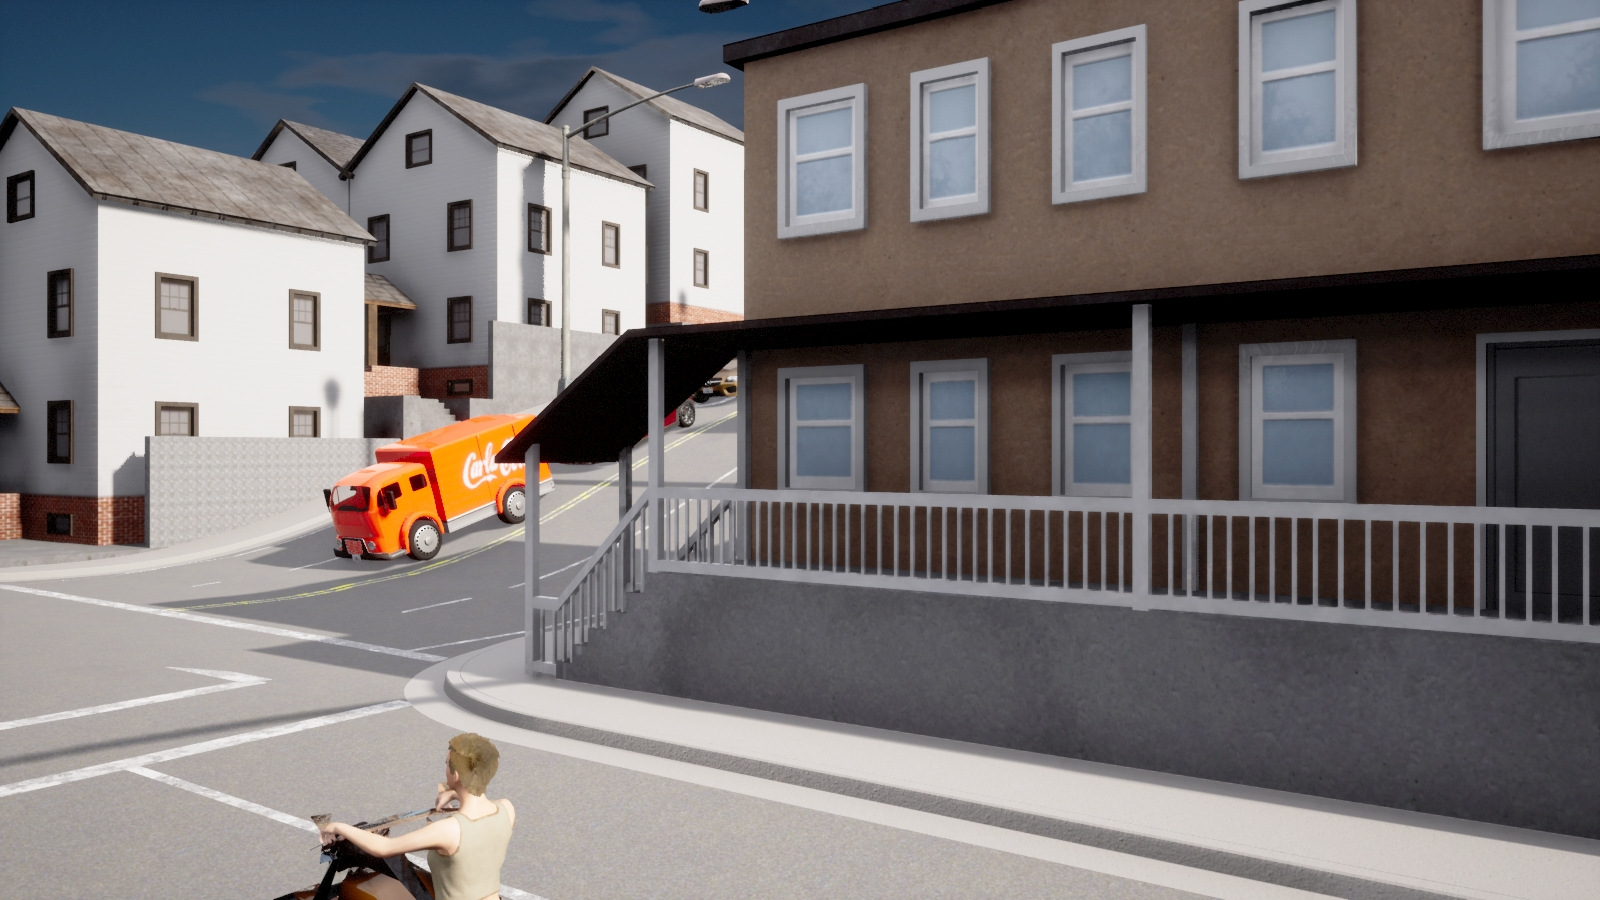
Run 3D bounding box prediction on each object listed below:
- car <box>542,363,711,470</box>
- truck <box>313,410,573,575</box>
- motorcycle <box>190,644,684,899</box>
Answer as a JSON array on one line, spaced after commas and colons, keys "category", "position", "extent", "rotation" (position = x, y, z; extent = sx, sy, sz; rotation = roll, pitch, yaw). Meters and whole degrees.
[{"category": "car", "position": [-4.941, -1.040, 33.205], "extent": [2.097, 1.767, 4.553], "rotation": [0, 19, 34]}, {"category": "truck", "position": [-8.532, 0.881, 27.907], "extent": [2.627, 2.467, 5.204], "rotation": [0, 16, 34]}, {"category": "motorcycle", "position": [-1.647, 1.905, 4.943], "extent": [2.356, 1.802, 0.764], "rotation": [0, 0, 35]}]
